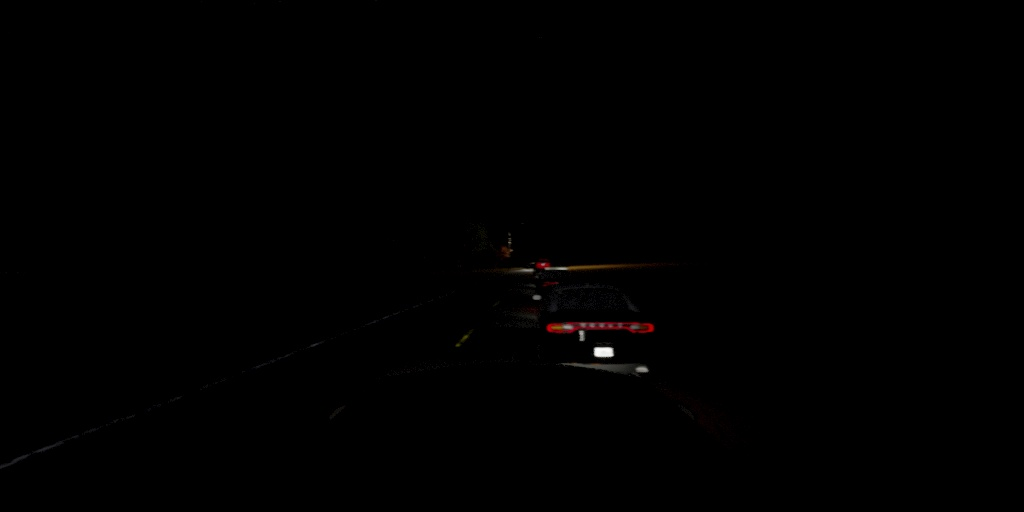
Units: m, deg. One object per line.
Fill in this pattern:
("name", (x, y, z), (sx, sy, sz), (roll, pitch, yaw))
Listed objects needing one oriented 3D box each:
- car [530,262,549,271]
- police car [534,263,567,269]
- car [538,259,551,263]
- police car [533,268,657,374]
("car", (3.685, 1.810, 45.268), (1.895, 1.301, 4.718), (-1, -1, 7))
("police car", (2.191, 1.336, 17.763), (1.930, 1.638, 5.238), (-1, -1, 4))
("car", (5.112, 1.554, 58.012), (2.150, 2.045, 5.566), (-1, -1, 7))
("police car", (1.500, 1.228, 7.821), (1.930, 1.638, 5.238), (-1, -1, 4))
